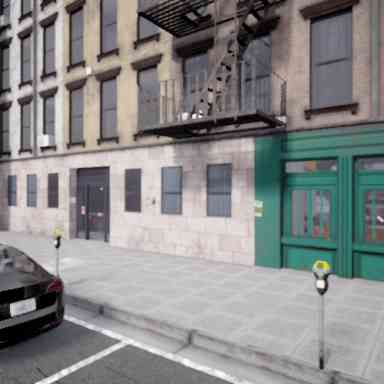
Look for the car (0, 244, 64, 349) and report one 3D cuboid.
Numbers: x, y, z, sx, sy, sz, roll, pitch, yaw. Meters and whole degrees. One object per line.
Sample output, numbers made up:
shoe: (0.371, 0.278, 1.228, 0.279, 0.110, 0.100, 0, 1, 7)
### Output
car: (-3.922, 1.558, 5.621, 4.313, 1.339, 1.947, 0, 0, 36)
